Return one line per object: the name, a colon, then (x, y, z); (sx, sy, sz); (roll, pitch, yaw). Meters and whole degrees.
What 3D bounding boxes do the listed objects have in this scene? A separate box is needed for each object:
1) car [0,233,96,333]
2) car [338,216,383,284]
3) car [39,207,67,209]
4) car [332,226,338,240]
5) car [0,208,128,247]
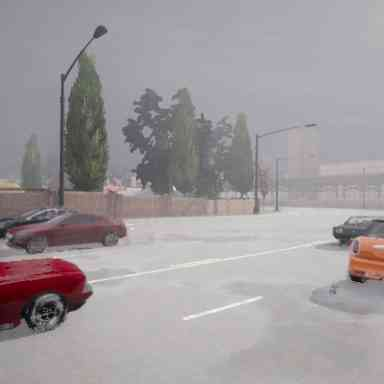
car: (-4.081, 1.601, 5.152); (4.718, 1.301, 1.895); (0, 0, -35)
car: (6.007, 1.412, 8.703); (4.553, 1.767, 2.097); (1, -1, -40)
car: (-7.116, 1.496, 16.247); (4.902, 1.511, 2.128); (0, 0, -38)
car: (8.434, 1.767, 15.539); (4.718, 1.301, 1.895); (2, -1, -44)
car: (-4.898, 1.532, 13.536); (4.674, 1.442, 1.812); (0, 0, -38)
